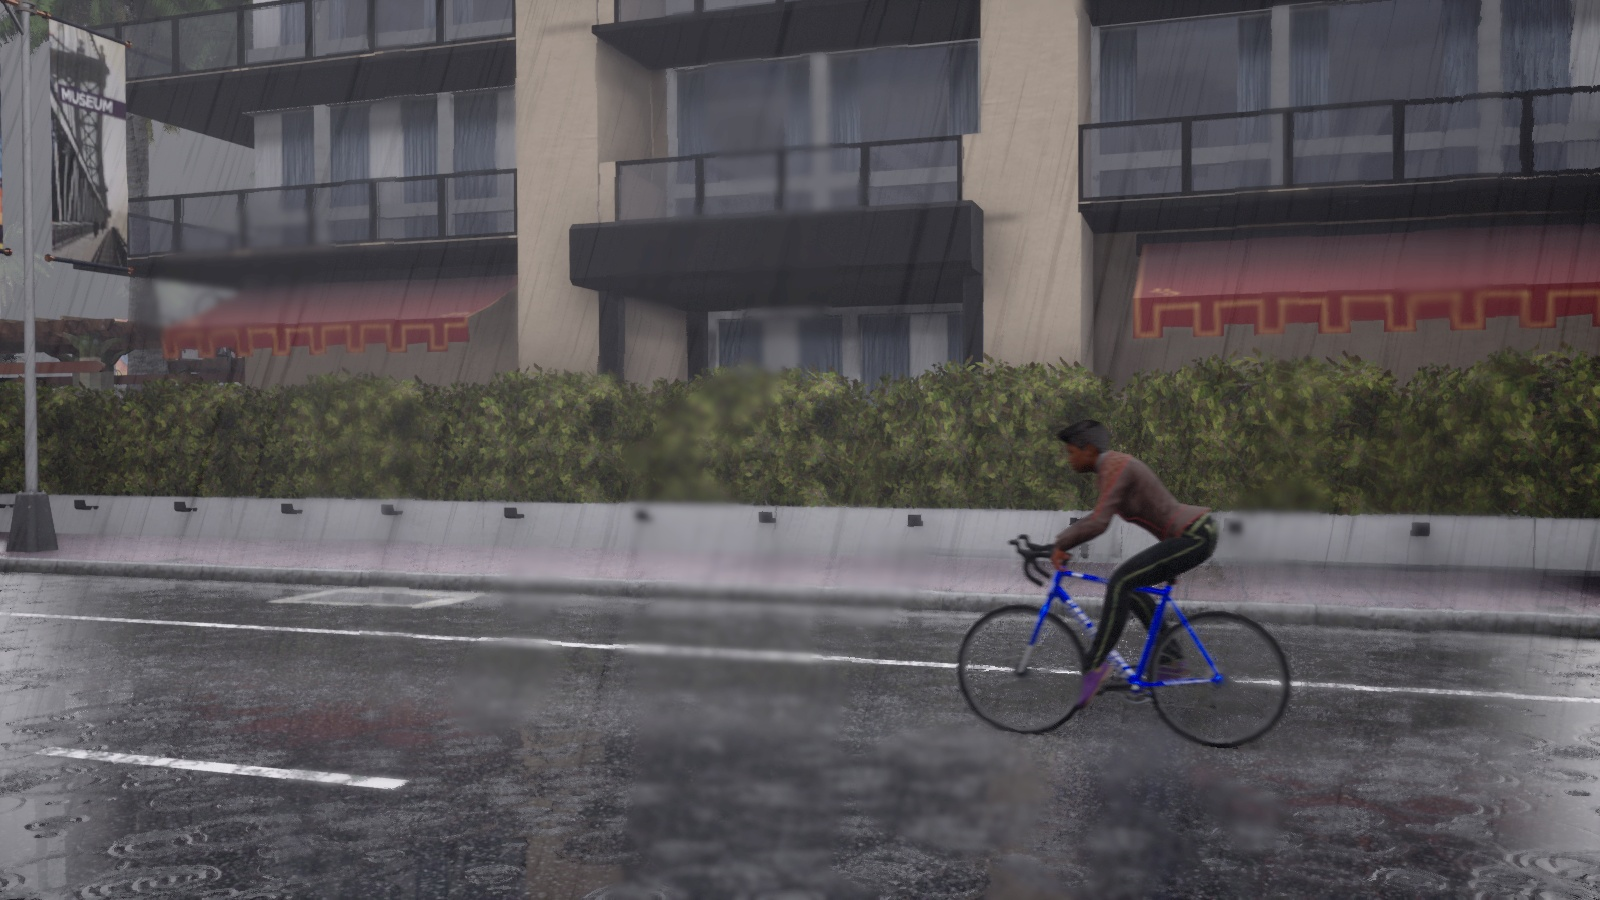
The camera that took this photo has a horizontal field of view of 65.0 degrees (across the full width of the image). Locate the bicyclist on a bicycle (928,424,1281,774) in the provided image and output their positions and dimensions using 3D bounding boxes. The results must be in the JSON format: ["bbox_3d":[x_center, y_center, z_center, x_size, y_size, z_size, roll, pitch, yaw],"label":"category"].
[{"bbox_3d":[1.521,0.684,6.337,1.656,1.620,0.582,0,1,18],"label":"bicyclist on a bicycle"}]
